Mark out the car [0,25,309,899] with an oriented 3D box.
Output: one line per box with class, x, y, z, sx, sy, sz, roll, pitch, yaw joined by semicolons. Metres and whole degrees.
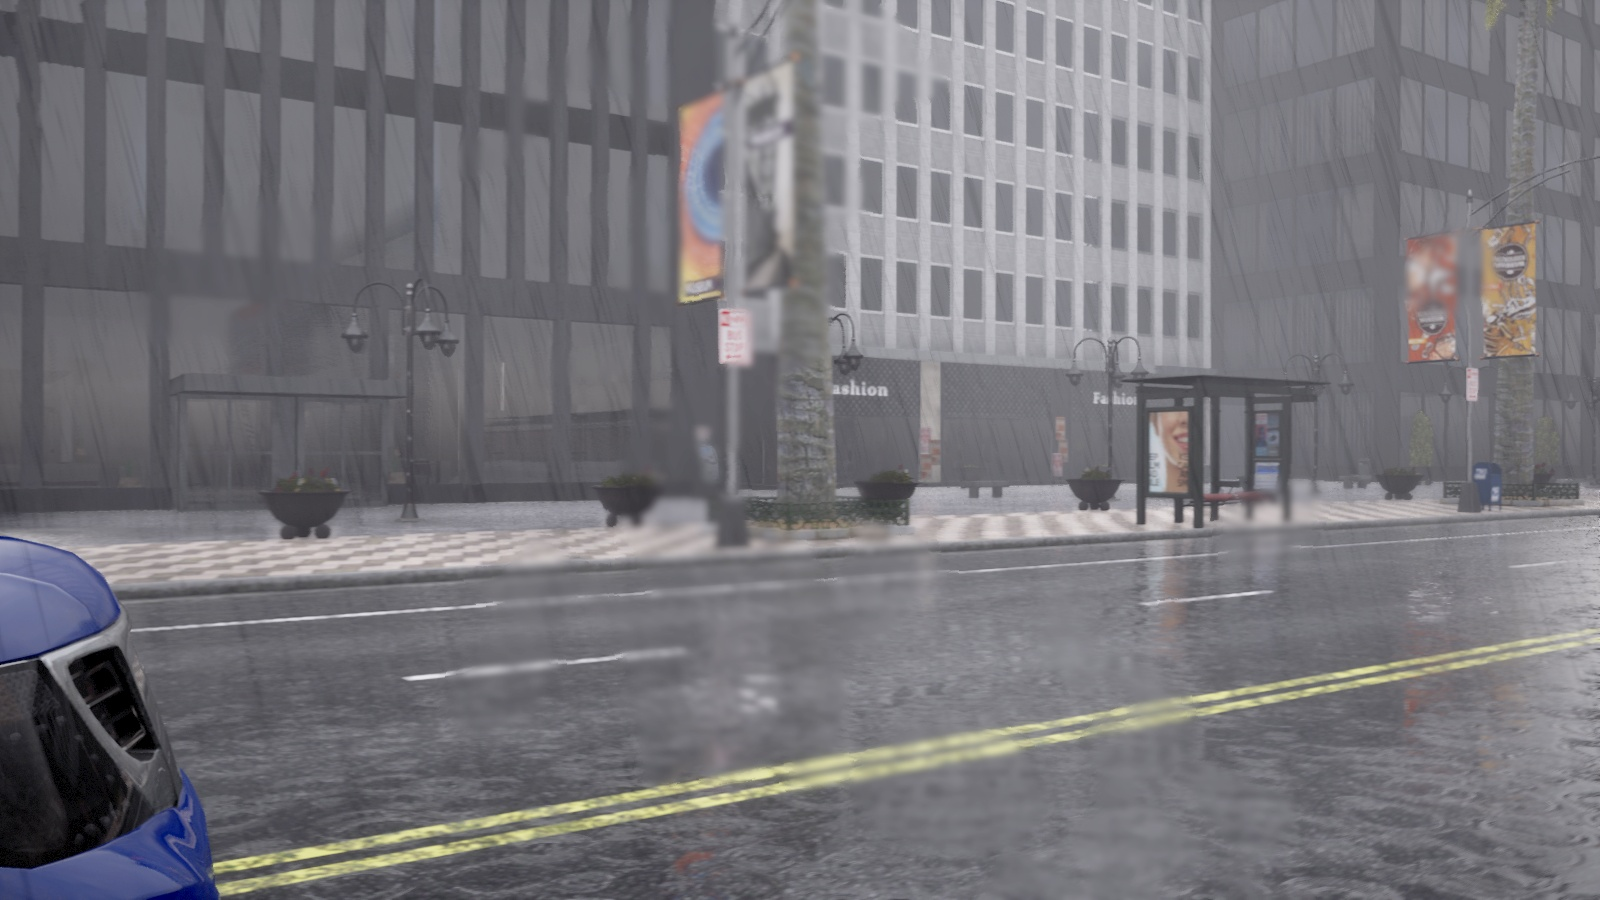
car;-3.621;0.474;1.140;5.566;2.045;2.150;0;0;-35
